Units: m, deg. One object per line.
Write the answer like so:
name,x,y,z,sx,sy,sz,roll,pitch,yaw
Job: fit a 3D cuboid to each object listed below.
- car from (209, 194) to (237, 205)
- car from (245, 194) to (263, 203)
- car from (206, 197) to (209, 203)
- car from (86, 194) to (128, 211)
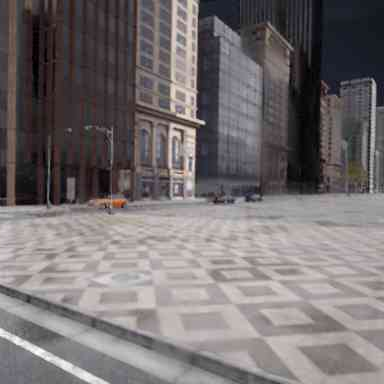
car,4.992,1.159,50.058,1.837,1.490,4.892,2,1,36
car,10.969,1.113,58.600,1.837,1.490,4.892,2,1,35
car,4.050,1.093,54.038,1.812,1.442,4.674,2,1,36
car,-9.049,1.009,35.637,2.097,1.767,4.553,2,1,35
